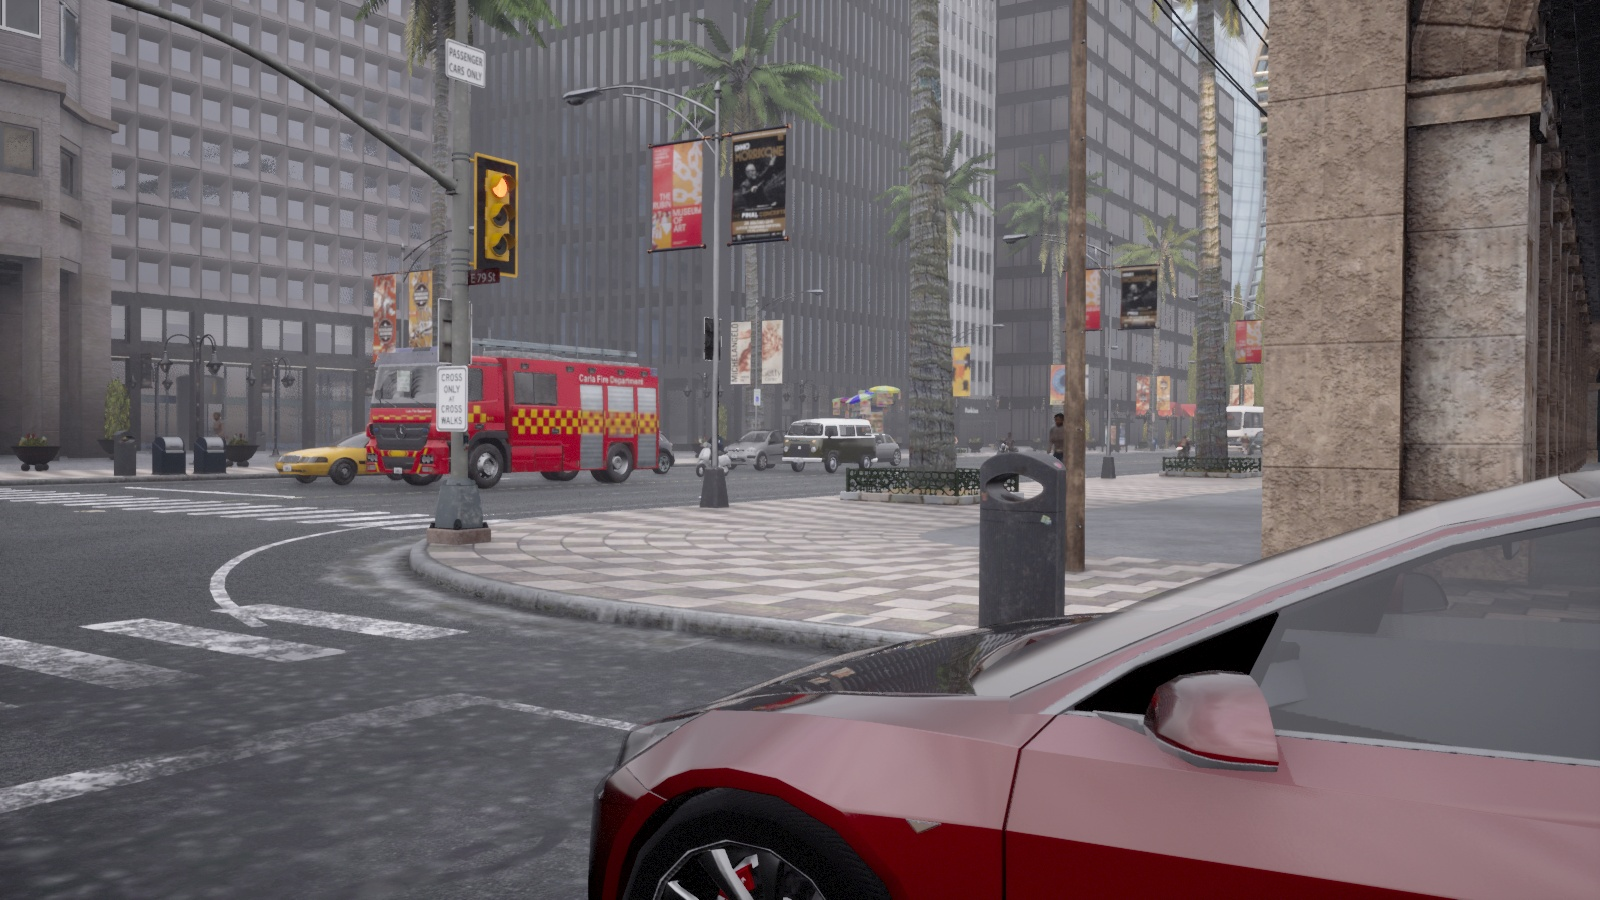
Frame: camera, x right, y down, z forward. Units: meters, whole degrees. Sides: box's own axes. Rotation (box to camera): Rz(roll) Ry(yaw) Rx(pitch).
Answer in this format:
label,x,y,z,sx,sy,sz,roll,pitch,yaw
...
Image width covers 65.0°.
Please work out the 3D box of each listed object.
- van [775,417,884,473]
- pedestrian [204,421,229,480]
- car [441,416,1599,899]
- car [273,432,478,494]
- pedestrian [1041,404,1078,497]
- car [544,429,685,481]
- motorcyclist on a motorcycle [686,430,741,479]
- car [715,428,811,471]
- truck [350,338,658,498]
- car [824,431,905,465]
label,x,y,z,sx,sy,sz,roll,pitch,yaw
van,1.180,-0.208,47.746,2.069,2.038,4.480,0,1,33
pedestrian,-18.480,0.013,39.755,0.331,1.846,0.634,0,1,27
car,1.787,0.681,2.457,4.792,1.488,2.163,0,1,33
car,-11.593,0.301,34.719,1.801,1.575,5.366,0,1,34
pedestrian,5.149,0.001,24.931,0.328,1.805,0.869,0,1,40
car,-6.252,0.133,42.845,2.033,1.649,4.856,0,1,34
motorcyclist on a motorcycle,-2.858,0.142,41.631,0.866,1.590,1.817,0,1,33
car,-1.431,-0.042,50.141,1.851,1.617,3.988,0,1,33
truck,-7.730,-0.831,34.274,2.891,3.827,8.468,0,1,33
car,2.949,-0.105,56.751,1.970,1.475,3.806,0,1,33
